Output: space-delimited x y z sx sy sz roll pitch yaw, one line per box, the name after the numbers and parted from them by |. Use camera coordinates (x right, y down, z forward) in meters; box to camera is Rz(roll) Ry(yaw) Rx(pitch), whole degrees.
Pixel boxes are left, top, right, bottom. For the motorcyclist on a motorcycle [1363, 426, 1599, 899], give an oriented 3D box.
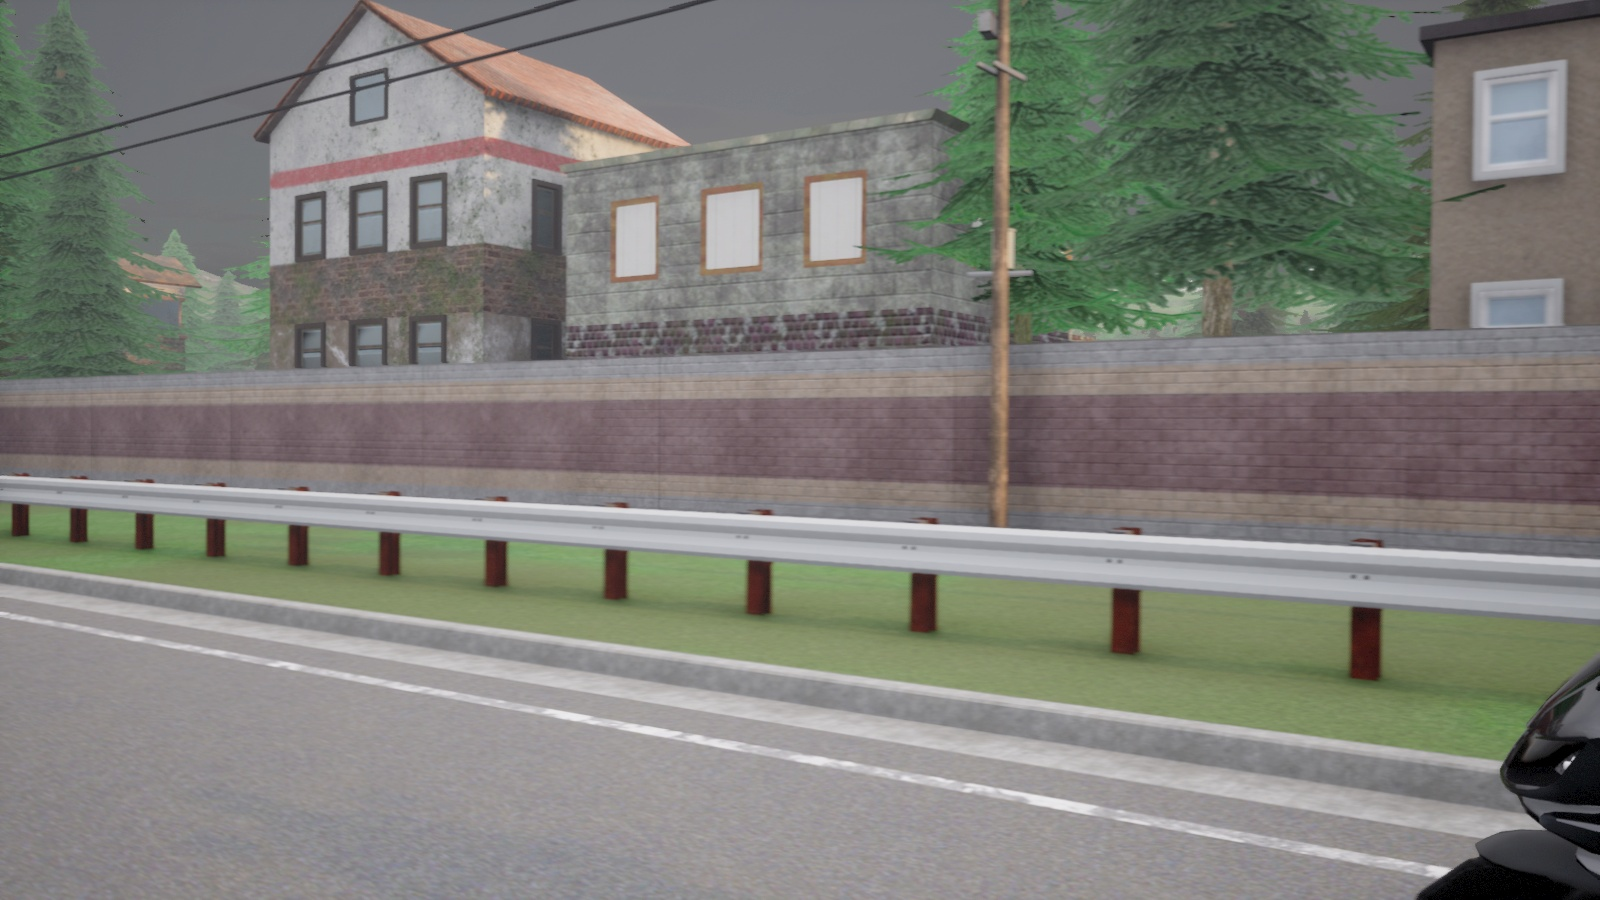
2.227 0.716 2.145 2.191 1.530 0.866 0 1 34 | motorcyclist on a motorcycle
